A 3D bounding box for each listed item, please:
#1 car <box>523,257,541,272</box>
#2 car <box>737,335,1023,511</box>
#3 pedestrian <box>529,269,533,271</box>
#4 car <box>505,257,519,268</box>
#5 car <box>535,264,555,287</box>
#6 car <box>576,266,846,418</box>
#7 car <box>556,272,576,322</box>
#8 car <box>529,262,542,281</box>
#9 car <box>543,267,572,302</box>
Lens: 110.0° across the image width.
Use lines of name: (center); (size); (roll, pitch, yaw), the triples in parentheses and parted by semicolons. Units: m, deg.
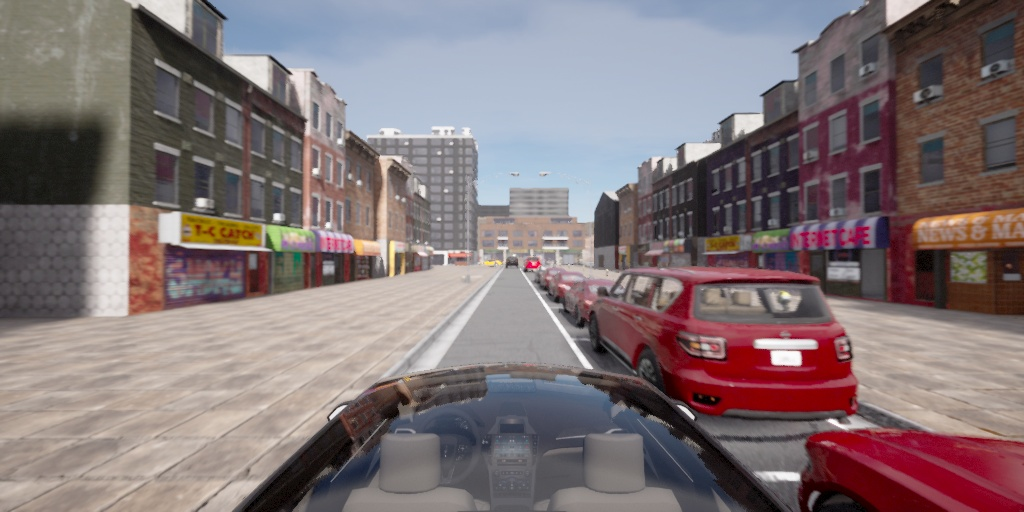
car: (2.751, 1.096, 47.944); (2.150, 2.045, 5.566); (0, 0, 0)
car: (2.638, 1.293, 0.411); (1.888, 1.381, 4.507); (0, 0, 0)
pedestrian: (2.751, 1.557, 51.199); (0.500, 1.100, 0.500); (0, -1, 0)
car: (0.013, 1.181, 63.908); (2.150, 2.045, 5.566); (0, -2, 0)
car: (2.638, 1.374, 22.161); (1.802, 1.307, 4.207); (0, 0, 0)
car: (2.638, 1.072, 5.849); (2.192, 1.841, 5.009); (0, 0, 0)
car: (2.638, 1.349, 11.286); (1.802, 1.307, 4.207); (0, 0, 0)
car: (2.638, 1.357, 27.598); (2.007, 1.370, 4.403); (0, 0, 0)
car: (2.638, 1.361, 16.723); (1.802, 1.307, 4.207); (0, 0, 0)
